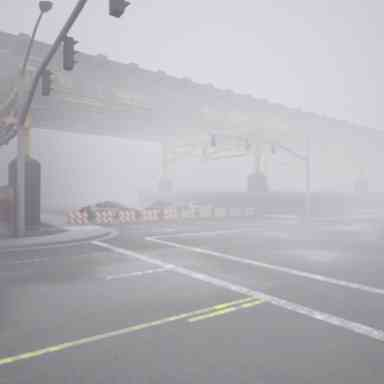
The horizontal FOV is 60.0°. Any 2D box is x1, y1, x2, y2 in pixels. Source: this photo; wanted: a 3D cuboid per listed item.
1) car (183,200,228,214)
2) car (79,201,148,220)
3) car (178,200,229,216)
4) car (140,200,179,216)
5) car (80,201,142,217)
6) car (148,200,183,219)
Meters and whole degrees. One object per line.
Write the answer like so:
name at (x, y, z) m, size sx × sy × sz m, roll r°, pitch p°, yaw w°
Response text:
car at (1.048, 1.418, 33.802) m, size 4.536 × 1.218 × 1.853 m, roll 0°, pitch 0°, yaw -7°
car at (-6.557, 1.515, 27.363) m, size 4.974 × 1.542 × 2.038 m, roll 0°, pitch 0°, yaw 8°
car at (1.098, 1.575, 33.808) m, size 4.974 × 1.542 × 2.038 m, roll 0°, pitch 0°, yaw -7°
car at (-2.795, 1.386, 30.098) m, size 1.853 × 1.218 × 4.536 m, roll 0°, pitch 0°, yaw 18°
car at (-6.607, 1.357, 27.371) m, size 4.536 × 1.218 × 1.853 m, roll 0°, pitch 0°, yaw 8°
car at (-2.812, 1.543, 30.048) m, size 2.038 × 1.542 × 4.974 m, roll 0°, pitch 0°, yaw 18°
